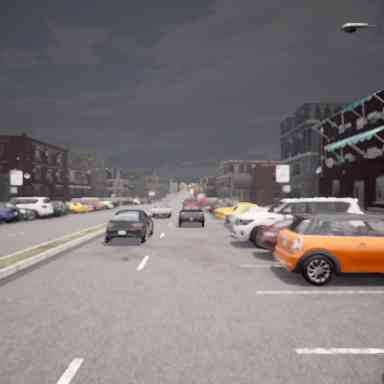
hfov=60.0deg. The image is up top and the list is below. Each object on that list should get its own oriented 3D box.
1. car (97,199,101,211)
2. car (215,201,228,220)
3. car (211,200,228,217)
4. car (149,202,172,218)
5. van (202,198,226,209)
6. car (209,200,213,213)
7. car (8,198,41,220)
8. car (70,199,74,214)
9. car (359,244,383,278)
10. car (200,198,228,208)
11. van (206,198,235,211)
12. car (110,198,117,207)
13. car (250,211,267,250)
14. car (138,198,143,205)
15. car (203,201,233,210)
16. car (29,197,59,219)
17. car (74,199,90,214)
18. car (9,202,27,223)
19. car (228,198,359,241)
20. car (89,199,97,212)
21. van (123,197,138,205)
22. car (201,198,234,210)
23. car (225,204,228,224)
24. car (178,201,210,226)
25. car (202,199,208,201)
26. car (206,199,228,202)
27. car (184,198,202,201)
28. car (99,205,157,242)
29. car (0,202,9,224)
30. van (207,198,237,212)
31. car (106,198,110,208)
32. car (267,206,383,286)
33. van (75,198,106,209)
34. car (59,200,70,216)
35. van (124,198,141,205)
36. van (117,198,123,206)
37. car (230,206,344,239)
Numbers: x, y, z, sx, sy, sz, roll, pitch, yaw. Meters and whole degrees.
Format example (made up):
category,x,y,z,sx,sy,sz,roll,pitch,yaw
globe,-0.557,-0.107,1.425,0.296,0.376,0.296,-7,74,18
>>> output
category,x,y,z,sx,sy,sz,roll,pitch,yaw
car,-16.060,2.161,47.744,4.674,1.452,2.002,0,-1,0
car,4.754,1.664,25.520,5.366,1.575,1.946,0,-1,0
car,4.542,1.777,31.074,5.008,1.535,2.097,0,-1,0
car,-3.095,1.979,34.911,1.895,1.301,4.718,0,-1,0
van,4.260,2.177,64.549,4.442,1.987,1.878,0,-1,0
car,4.527,1.839,33.977,4.892,1.521,2.231,0,-1,0
car,-15.948,1.608,28.449,4.553,1.767,2.185,0,-1,0
car,-15.948,1.778,36.717,4.553,1.767,2.185,0,-1,0
car,4.700,1.485,3.307,4.892,1.521,2.231,0,0,0
car,4.398,2.193,67.326,5.566,2.045,2.435,0,-1,0
van,4.534,1.994,53.309,4.442,1.987,1.878,0,-1,0
car,-16.097,2.017,56.023,5.566,2.045,2.435,0,-1,0
car,4.645,1.546,11.764,4.674,1.452,2.002,0,0,0
car,-16.327,2.444,86.352,5.566,2.045,2.435,0,-1,0
car,4.397,2.269,56.086,4.892,1.521,2.231,0,-1,0
car,-15.966,1.539,31.206,5.566,2.045,2.435,0,-1,0
car,-16.206,2.012,42.228,5.366,1.575,1.946,0,-1,0
car,-15.925,1.713,25.689,4.792,1.488,2.163,0,-1,0
car,4.602,1.273,14.541,5.566,2.045,2.435,0,-1,0
car,-16.227,2.066,44.987,5.366,1.575,1.946,0,-1,0
van,-16.197,2.395,80.841,4.442,1.987,1.878,0,-1,0
car,4.422,2.065,58.991,5.566,2.045,2.435,0,-1,0
car,4.597,1.622,20.091,4.674,1.452,2.002,0,-1,0
car,-0.038,1.668,24.853,2.128,1.511,4.902,0,-1,0
car,4.273,2.062,44.968,5.366,1.575,1.946,0,-1,0
car,4.484,1.954,39.535,5.008,1.535,2.097,0,-1,0
car,-0.141,1.768,43.063,2.150,2.045,5.566,0,-1,0
car,-2.989,1.588,16.463,1.812,1.442,4.674,0,-1,0
car,-15.869,1.634,22.938,5.008,1.535,2.097,0,-1,0
van,4.544,1.946,50.656,4.442,1.987,1.878,0,-1,0
car,-16.136,2.095,53.262,4.553,1.767,2.185,0,-1,0
car,4.631,1.370,8.987,4.553,1.767,2.185,0,0,0
van,-15.967,1.946,50.508,4.442,1.987,1.878,0,-1,0
car,-15.930,1.595,33.963,5.566,2.045,2.435,0,-1,0
van,-16.514,2.560,91.986,4.442,1.987,1.878,0,-1,0
van,-16.305,2.175,64.297,4.442,1.987,1.878,0,-1,0
car,4.801,1.547,17.319,5.366,1.575,1.946,0,-1,0
